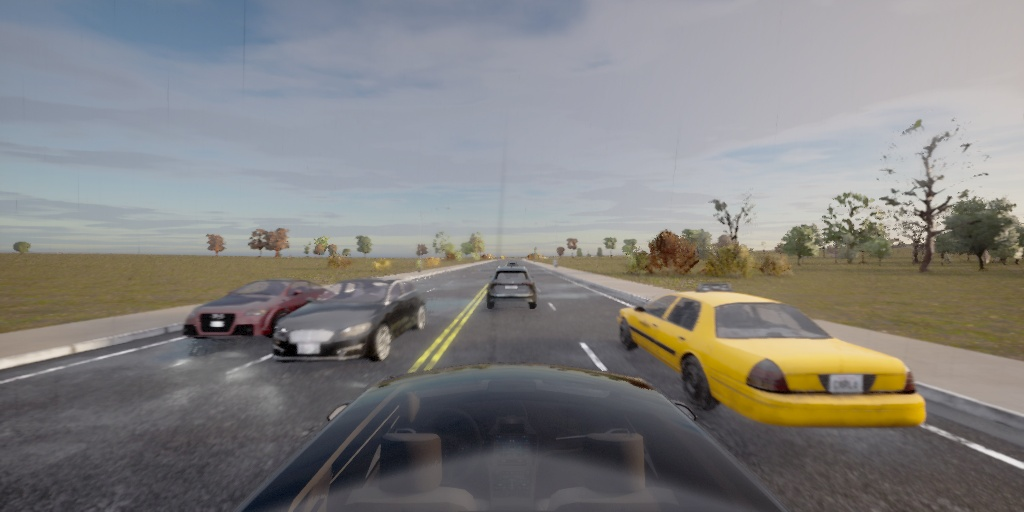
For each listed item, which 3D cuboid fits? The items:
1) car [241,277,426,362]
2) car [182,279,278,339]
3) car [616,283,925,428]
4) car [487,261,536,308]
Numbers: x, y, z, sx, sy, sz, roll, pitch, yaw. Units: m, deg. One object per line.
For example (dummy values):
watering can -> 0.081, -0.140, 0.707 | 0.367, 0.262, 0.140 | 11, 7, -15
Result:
car -> -3.349, 1.264, 8.356 | 2.128, 1.511, 4.902 | 0, 0, 0
car -> -6.598, 1.341, 10.012 | 1.994, 1.385, 4.181 | 0, 0, 0
car -> 3.249, 1.221, 6.052 | 1.801, 1.575, 5.366 | 0, 0, 0
car -> -0.016, 1.226, 15.587 | 2.033, 1.649, 4.856 | 0, 0, 0
